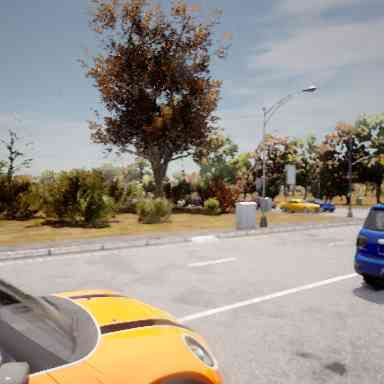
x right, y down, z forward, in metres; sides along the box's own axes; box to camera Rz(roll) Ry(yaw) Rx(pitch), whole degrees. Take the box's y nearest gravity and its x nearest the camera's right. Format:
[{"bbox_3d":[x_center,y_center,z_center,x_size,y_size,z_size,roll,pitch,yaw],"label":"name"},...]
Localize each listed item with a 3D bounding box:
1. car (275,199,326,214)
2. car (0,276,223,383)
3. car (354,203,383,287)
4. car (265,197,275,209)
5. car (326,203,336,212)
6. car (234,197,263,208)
[{"bbox_3d":[12.373,1.625,38.390,1.882,1.535,5.008,0,0,-32],"label":"car"},{"bbox_3d":[-1.912,1.350,2.382,4.553,1.767,2.097,0,0,-35],"label":"car"},{"bbox_3d":[6.254,1.268,8.208,5.566,2.045,2.150,0,0,-35],"label":"car"},{"bbox_3d":[10.185,1.508,48.367,2.097,1.767,4.553,0,0,-33],"label":"car"},{"bbox_3d":[15.067,1.641,40.672,1.882,1.535,5.008,0,0,-32],"label":"car"},{"bbox_3d":[7.393,1.742,46.245,1.895,1.301,4.718,0,0,-33],"label":"car"}]
